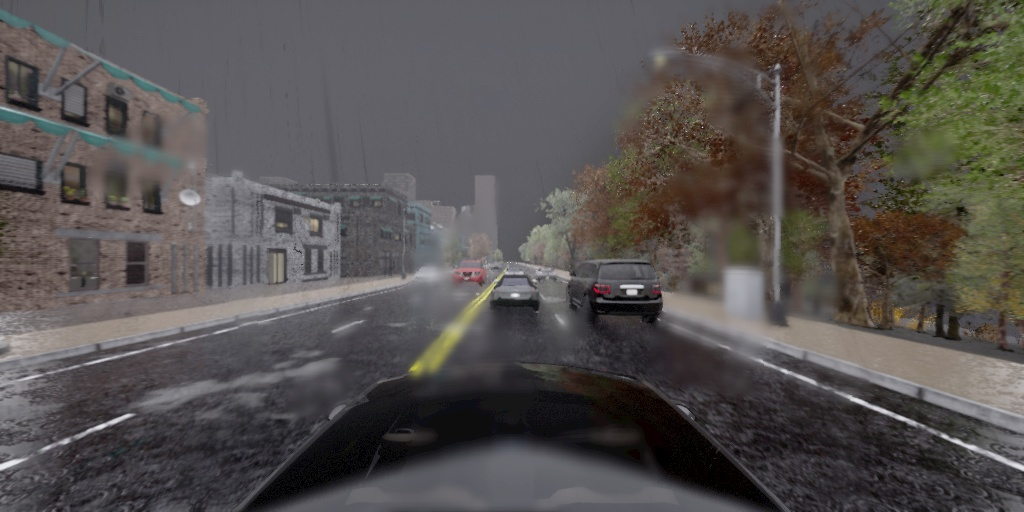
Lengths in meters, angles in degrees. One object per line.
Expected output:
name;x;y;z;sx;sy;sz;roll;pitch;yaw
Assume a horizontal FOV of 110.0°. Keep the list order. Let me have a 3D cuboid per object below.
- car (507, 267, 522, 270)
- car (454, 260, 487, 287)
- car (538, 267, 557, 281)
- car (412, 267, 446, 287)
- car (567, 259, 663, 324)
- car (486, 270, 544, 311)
car;0.206;1.829;36.905;1.895;1.301;4.718;0;-1;0
car;-3.269;1.341;29.013;2.150;2.045;5.566;0;-1;0
car;3.456;1.830;36.864;1.895;1.301;4.718;0;-1;0
car;-6.509;1.638;28.656;1.812;1.442;4.674;0;-1;0
car;3.371;1.126;12.728;2.150;2.045;5.566;0;0;0
car;0.132;1.504;15.726;1.994;1.385;4.181;0;-1;0
